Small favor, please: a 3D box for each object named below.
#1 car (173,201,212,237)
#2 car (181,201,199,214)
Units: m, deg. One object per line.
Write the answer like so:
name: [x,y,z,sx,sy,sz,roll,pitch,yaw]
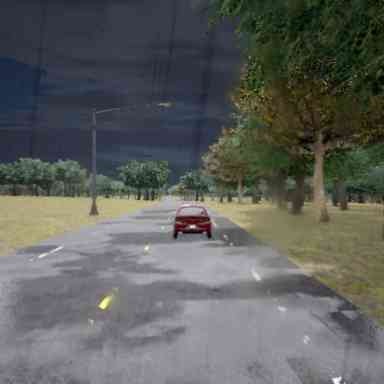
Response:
car: [0.008,1.487,18.134,1.882,1.535,5.008,0,0,0]
car: [-0.251,1.677,37.147,1.895,1.301,4.718,0,0,-1]
